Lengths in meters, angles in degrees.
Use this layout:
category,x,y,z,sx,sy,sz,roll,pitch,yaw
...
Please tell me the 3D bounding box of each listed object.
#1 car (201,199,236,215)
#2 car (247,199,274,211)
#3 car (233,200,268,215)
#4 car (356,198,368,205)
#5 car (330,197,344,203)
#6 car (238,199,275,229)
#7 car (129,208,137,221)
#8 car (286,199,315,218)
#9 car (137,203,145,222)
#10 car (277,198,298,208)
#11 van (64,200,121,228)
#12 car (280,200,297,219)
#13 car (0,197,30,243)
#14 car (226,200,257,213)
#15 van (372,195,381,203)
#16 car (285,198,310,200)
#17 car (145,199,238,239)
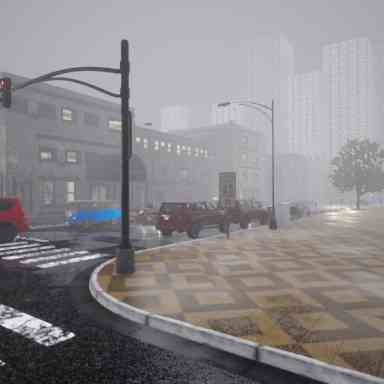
category,x,y,z,sx,sy,sz,roll,pitch,yaw
car,2.924,1.569,36.141,1.967,1.590,4.097,-1,-1,35
car,9.318,1.722,45.150,2.008,1.369,4.403,-1,-1,35
car,6.561,1.632,36.766,1.837,1.490,4.892,0,-1,36
car,32.137,1.801,62.828,2.008,1.369,4.403,-1,-1,35
car,34.892,1.914,81.191,2.008,1.369,4.403,-1,-1,35
car,3.365,1.367,22.284,2.192,1.841,5.009,-1,-1,35
car,-3.470,1.530,27.130,1.967,1.590,4.097,-1,-1,35
car,9.761,1.657,31.292,1.947,1.339,4.313,-1,-1,35
car,-1.658,1.603,25.204,1.812,1.442,4.674,0,0,35
car,15.612,1.741,54.021,1.752,1.417,4.829,-1,-1,35
van,-6.667,1.413,22.626,1.690,1.788,3.998,-1,0,35
car,6.563,1.616,26.787,1.887,1.381,4.507,-1,-1,35
car,-10.191,1.260,14.594,5.566,2.045,2.150,0,0,-43
car,6.120,1.700,40.644,2.008,1.369,4.403,-1,-1,35
van,44.923,1.693,80.851,1.690,1.788,3.998,-1,-1,35
car,15.389,1.353,49.055,1.994,1.385,4.181,0,0,35
car,0.169,1.349,17.778,2.192,1.841,5.009,-1,-1,35
